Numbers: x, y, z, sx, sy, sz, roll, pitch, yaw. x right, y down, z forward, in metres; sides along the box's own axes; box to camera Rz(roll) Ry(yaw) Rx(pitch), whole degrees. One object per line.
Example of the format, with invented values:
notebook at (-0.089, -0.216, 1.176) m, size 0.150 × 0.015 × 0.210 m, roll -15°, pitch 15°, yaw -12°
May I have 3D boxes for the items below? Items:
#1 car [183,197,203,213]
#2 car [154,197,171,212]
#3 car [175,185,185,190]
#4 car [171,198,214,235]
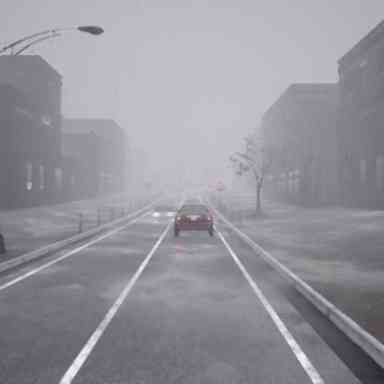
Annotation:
car at (0.079, 1.387, 37.243) m, size 2.033 × 1.411 × 5.357 m, roll 0°, pitch 3°, yaw -1°
car at (-3.101, 1.347, 37.262) m, size 1.812 × 1.442 × 4.674 m, roll 0°, pitch 3°, yaw 0°
car at (-2.832, -0.971, 78.518) m, size 2.097 × 1.767 × 4.553 m, roll 0°, pitch 2°, yaw 3°
car at (0.091, 1.395, 19.294) m, size 2.097 × 1.767 × 4.553 m, roll 0°, pitch 0°, yaw 0°
